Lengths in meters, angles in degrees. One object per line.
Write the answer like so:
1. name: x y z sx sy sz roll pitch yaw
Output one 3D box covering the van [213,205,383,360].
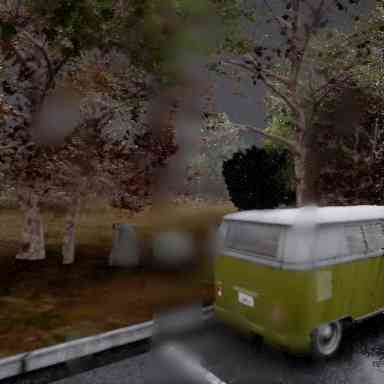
1. van: 2.582 1.260 5.897 4.442 1.987 1.878 0 0 -33
